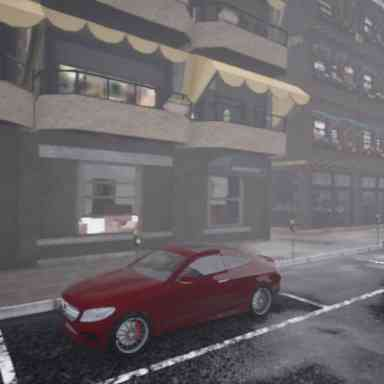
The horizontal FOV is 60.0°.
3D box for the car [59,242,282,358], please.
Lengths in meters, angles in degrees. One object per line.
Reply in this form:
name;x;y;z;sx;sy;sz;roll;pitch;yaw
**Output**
car;-0.139;1.613;5.992;4.206;1.307;1.802;1;0;-35
